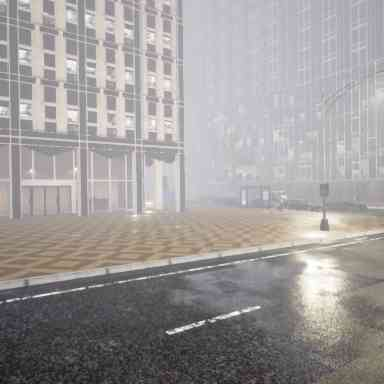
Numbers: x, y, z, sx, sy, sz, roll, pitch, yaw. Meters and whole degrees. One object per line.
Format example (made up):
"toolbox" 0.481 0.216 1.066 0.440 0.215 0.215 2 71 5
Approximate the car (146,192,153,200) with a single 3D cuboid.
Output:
"car" -10.432 1.037 69.004 2.008 1.369 4.403 0 1 -34

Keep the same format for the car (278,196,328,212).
"car" 11.992 1.422 36.141 1.947 1.339 4.313 -1 1 -34

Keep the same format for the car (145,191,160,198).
"car" -9.963 0.684 83.115 1.967 1.590 4.097 0 1 -34

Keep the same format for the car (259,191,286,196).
"car" 10.604 1.106 42.949 2.097 1.767 4.553 -1 1 -35

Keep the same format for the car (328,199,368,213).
"car" 16.084 1.406 34.974 1.994 1.385 4.181 -1 1 -35

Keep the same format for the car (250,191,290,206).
"car" 11.091 0.890 47.891 2.150 2.045 5.566 -1 1 -35

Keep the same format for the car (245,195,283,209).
"car" 8.788 1.386 40.838 1.802 1.307 4.206 -1 1 -34

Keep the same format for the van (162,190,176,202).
"van" -3.994 0.935 59.633 1.690 1.788 3.998 0 1 -34

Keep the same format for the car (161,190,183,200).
"car" -4.346 0.638 70.328 2.150 2.045 5.566 -1 1 -34

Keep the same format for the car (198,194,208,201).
"car" 2.913 1.041 64.380 1.802 1.307 4.206 -1 1 -34

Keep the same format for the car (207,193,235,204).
"car" 4.963 1.264 51.174 1.895 1.301 4.718 -1 1 -34

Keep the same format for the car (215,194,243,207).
"car" 5.617 1.318 45.554 1.947 1.339 4.313 -1 1 -34
